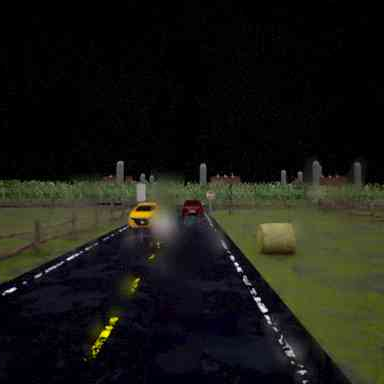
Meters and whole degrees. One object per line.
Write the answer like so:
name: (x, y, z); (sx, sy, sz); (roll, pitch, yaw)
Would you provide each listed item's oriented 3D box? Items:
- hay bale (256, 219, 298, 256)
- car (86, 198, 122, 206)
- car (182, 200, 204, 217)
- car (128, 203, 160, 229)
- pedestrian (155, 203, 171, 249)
hay bale: (3.113, 1.656, 12.350); (1.220, 1.180, 1.240); (-1, -1, 0)
car: (-12.649, 1.535, 47.751); (4.718, 1.301, 1.895); (0, -1, 3)
car: (0.066, 1.474, 31.009); (1.882, 1.535, 5.008); (0, 0, 0)
car: (-2.843, 1.476, 21.630); (1.882, 1.535, 5.008); (0, 0, 0)
pedestrian: (-1.142, 1.294, 13.251); (0.375, 1.860, 0.375); (1, -1, -3)
